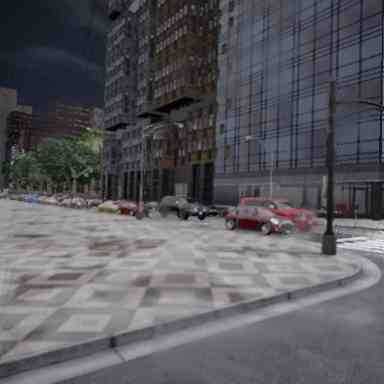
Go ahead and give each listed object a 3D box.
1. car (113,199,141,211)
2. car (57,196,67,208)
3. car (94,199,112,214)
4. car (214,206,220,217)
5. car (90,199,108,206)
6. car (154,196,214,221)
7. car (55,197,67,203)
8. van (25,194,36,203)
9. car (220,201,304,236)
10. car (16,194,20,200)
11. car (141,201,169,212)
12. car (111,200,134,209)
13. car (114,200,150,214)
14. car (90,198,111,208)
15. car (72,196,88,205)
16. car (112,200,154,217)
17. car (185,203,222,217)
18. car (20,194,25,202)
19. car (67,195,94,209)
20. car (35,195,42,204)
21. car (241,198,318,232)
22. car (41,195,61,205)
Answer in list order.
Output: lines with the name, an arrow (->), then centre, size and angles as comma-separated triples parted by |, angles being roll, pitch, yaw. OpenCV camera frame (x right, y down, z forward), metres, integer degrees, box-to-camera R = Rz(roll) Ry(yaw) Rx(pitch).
car -> -9.331, 1.829, 47.350 | 2.128, 1.511, 4.902 | 3, -2, -35
car -> -18.485, 1.696, 50.169 | 1.802, 1.307, 4.206 | 3, -2, -36
car -> -8.803, 1.634, 36.643 | 1.752, 1.417, 4.829 | 3, -2, -36
car -> 4.413, 2.017, 32.810 | 1.802, 1.307, 4.206 | 3, -2, -36
car -> -17.938, 2.008, 64.045 | 1.947, 1.339, 4.313 | 3, -2, -36
car -> -0.868, 1.430, 30.143 | 2.150, 2.045, 5.566 | 3, -2, -36
car -> -34.000, 1.962, 86.493 | 1.752, 1.417, 4.829 | 3, -2, -36
van -> -34.445, 1.450, 72.488 | 1.690, 1.788, 3.998 | 3, -2, -36
car -> 3.857, 1.539, 18.959 | 1.967, 1.590, 4.097 | 3, -2, -37
car -> -40.831, 1.421, 81.414 | 2.192, 1.841, 5.009 | 3, -2, -36
car -> -5.165, 1.993, 46.196 | 2.008, 1.369, 4.403 | 3, -2, -36
car -> -11.551, 1.995, 55.121 | 2.008, 1.369, 4.403 | 3, -2, -36
car -> -7.075, 1.760, 38.814 | 2.033, 1.411, 5.357 | 3, -2, -36
car -> -15.420, 1.863, 55.785 | 1.812, 1.442, 4.674 | 3, -2, -36
car -> -24.493, 1.778, 72.574 | 2.097, 1.767, 4.553 | 3, -2, -36
car -> -5.709, 1.651, 32.318 | 1.887, 1.381, 4.507 | 3, -2, -36
car -> 1.221, 2.003, 37.272 | 1.947, 1.339, 4.313 | 3, -2, -36
car -> -37.642, 1.547, 76.949 | 1.967, 1.590, 4.097 | 3, -2, -36
car -> -15.287, 1.553, 45.709 | 1.967, 1.590, 4.097 | 3, -2, -36
car -> -28.061, 1.551, 63.561 | 1.967, 1.590, 4.097 | 3, -2, -36
car -> 5.290, 1.425, 21.544 | 2.150, 2.045, 5.566 | 3, -2, -36
car -> -24.771, 1.637, 58.958 | 1.752, 1.417, 4.829 | 3, -2, -36
